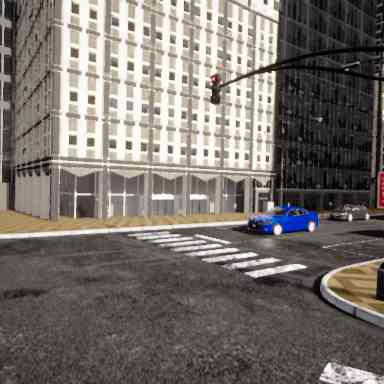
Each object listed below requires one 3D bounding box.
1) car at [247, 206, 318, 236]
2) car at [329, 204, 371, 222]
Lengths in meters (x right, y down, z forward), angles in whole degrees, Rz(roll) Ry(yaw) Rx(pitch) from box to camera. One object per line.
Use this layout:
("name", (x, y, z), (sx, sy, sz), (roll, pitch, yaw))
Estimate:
("car", (5.429, 1.608, 19.695), (5.008, 1.535, 1.882), (1, 1, -36))
("car", (13.397, 1.711, 28.161), (4.403, 1.369, 2.008), (1, 1, -34))
